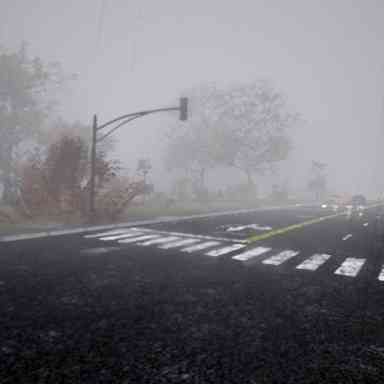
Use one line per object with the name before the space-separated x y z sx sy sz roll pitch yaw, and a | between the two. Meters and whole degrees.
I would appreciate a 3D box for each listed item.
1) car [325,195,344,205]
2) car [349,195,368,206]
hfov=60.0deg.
car | 21.313 1.119 49.702 1.882 1.535 5.008 1 1 36
car | 23.923 1.234 47.768 1.812 1.442 4.674 1 1 36
